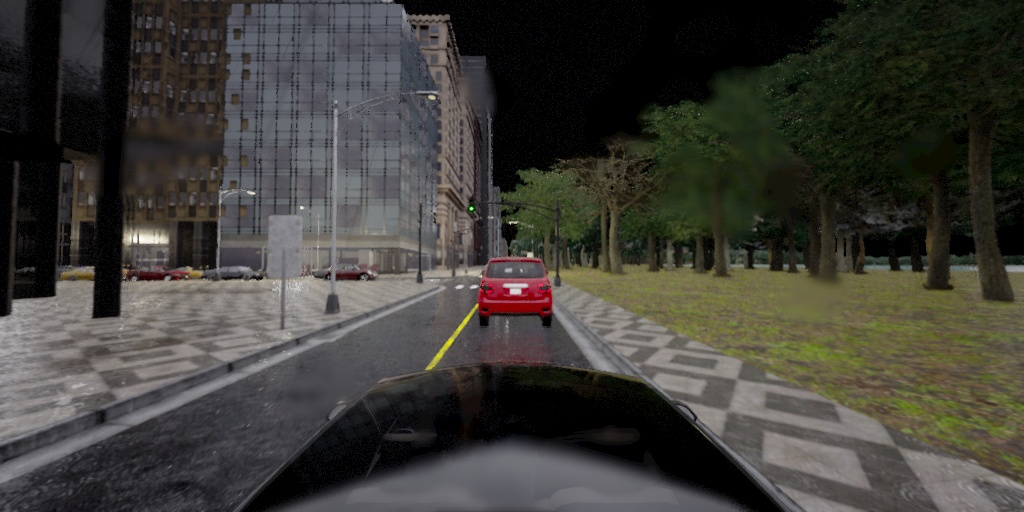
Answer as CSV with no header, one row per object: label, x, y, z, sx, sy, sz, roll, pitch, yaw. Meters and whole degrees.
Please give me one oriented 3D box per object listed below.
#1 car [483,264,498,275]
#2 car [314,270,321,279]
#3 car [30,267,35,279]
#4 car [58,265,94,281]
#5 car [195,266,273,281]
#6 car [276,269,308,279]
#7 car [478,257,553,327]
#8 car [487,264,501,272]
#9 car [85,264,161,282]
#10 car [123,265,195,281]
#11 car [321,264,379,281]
car,-3.096,1.885,50.997,2.033,1.411,5.357,0,-1,-3
car,-15.411,1.625,33.286,5.357,1.411,2.033,0,-2,5
car,-44.709,1.699,36.343,4.902,1.511,2.128,0,-2,1
car,-35.281,1.515,30.521,4.829,1.417,1.751,0,0,0
car,-25.565,1.629,33.223,5.357,1.411,2.033,0,-2,0
car,-24.481,1.876,39.053,4.207,1.307,1.802,0,0,0
car,0.099,1.080,12.210,2.150,2.045,5.566,0,-1,0
car,-3.042,2.044,61.040,1.994,1.385,4.181,0,-1,1
car,-35.940,1.566,33.222,5.008,1.535,1.882,0,-2,0
car,-29.963,1.531,30.527,4.507,1.381,1.888,0,0,0
car,-13.533,1.416,30.544,4.097,1.591,1.967,0,0,-1
